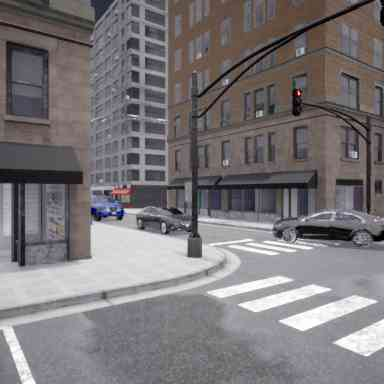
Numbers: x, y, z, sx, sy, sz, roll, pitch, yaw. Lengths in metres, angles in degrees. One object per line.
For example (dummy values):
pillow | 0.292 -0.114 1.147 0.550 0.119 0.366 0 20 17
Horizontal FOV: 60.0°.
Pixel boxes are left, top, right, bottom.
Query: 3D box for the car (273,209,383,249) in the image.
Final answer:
car | 6.095 1.517 14.744 4.902 1.511 2.128 0 0 32

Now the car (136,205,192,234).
car | -1.660 1.574 19.844 1.837 1.490 4.892 0 0 -35

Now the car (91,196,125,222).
car | -7.732 1.339 28.371 2.150 2.045 5.566 0 0 -36
